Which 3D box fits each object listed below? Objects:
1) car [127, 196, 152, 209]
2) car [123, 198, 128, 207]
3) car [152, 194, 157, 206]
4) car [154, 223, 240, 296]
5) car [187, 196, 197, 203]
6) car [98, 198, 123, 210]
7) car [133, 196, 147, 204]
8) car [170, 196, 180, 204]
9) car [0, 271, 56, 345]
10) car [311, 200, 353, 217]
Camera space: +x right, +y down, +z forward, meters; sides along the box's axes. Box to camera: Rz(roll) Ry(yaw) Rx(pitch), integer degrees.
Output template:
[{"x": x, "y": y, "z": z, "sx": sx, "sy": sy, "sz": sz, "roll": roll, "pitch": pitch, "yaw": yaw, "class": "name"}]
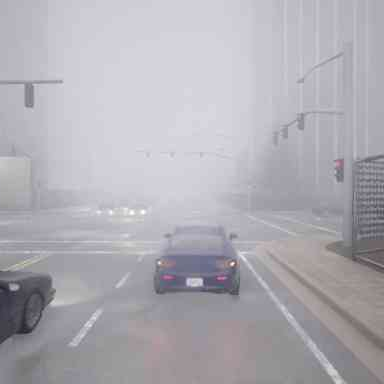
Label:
[{"x": -7.087, "y": 1.614, "z": 45.457, "sx": 1.895, "sy": 1.301, "sz": 4.718, "roll": 0, "pitch": 0, "yaw": 0, "class": "car"}, {"x": -10.579, "y": 1.616, "z": 51.751, "sx": 1.895, "sy": 1.301, "sz": 4.718, "roll": 0, "pitch": 0, "yaw": 0, "class": "car"}, {"x": -7.072, "y": 1.508, "z": 54.787, "sx": 2.128, "sy": 1.511, "sz": 4.902, "roll": 0, "pitch": 0, "yaw": 0, "class": "car"}, {"x": 0.198, "y": 1.528, "z": 8.563, "sx": 1.812, "sy": 1.442, "sz": 4.674, "roll": 0, "pitch": 0, "yaw": 4, "class": "car"}, {"x": 0.017, "y": 1.567, "z": 66.870, "sx": 2.033, "sy": 1.411, "sz": 5.357, "roll": 0, "pitch": 0, "yaw": 0, "class": "car"}, {"x": -10.589, "y": 1.538, "z": 42.649, "sx": 1.812, "sy": 1.442, "sz": 4.674, "roll": 0, "pitch": 0, "yaw": 0, "class": "car"}, {"x": -10.485, "y": 1.566, "z": 67.007, "sx": 2.033, "sy": 1.411, "sz": 5.357, "roll": 0, "pitch": 0, "yaw": 0, "class": "car"}, {"x": -3.483, "y": 1.567, "z": 66.871, "sx": 2.033, "sy": 1.411, "sz": 5.357, "roll": 0, "pitch": 0, "yaw": 0, "class": "car"}, {"x": -3.441, "y": 1.549, "z": 3.666, "sx": 2.033, "sy": 1.411, "sz": 5.357, "roll": 0, "pitch": 0, "yaw": 1, "class": "car"}, {"x": 13.274, "y": 1.431, "z": 29.698, "sx": 5.008, "sy": 1.535, "sz": 1.882, "roll": 0, "pitch": 0, "yaw": 0, "class": "car"}]
